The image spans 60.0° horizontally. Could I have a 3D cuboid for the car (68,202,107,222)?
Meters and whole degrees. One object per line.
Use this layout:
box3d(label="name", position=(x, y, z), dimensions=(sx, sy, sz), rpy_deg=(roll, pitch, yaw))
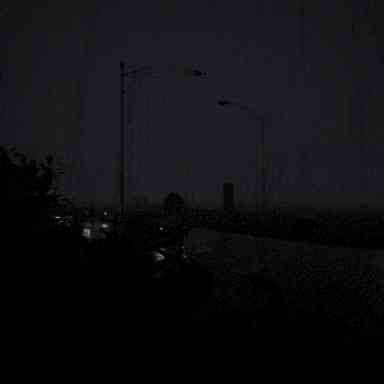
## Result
box3d(label="car", position=(-8.983, 1.859, 28.977), dimensions=(1.895, 1.301, 4.718), rpy_deg=(0, -1, -34))

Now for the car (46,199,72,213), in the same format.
box3d(label="car", position=(-15.665, 1.812, 39.069), dimensions=(2.128, 1.511, 4.902), rpy_deg=(0, 0, -33))

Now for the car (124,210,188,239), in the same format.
box3d(label="car", position=(-2.342, 1.741, 18.978), dimensions=(2.033, 1.411, 5.357), rpy_deg=(0, -1, -34))

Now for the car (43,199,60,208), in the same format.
box3d(label="car", position=(-24.077, 1.948, 56.998), dimensions=(1.837, 1.490, 4.892), rpy_deg=(0, -1, -33))

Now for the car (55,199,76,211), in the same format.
box3d(label="car", position=(-18.587, 1.870, 48.755), dimensions=(1.882, 1.535, 5.008), rpy_deg=(0, -1, -33))
